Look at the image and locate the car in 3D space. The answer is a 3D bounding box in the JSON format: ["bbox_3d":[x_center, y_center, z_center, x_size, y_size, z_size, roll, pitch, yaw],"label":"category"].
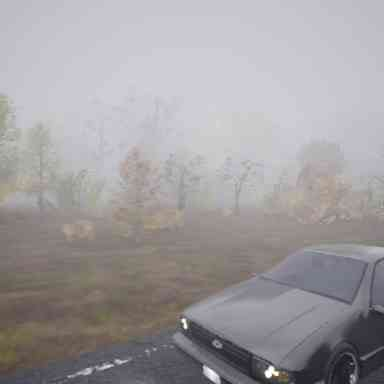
[{"bbox_3d":[2.372,1.549,5.074,5.357,1.411,2.033,0,0,-36],"label":"car"}]
